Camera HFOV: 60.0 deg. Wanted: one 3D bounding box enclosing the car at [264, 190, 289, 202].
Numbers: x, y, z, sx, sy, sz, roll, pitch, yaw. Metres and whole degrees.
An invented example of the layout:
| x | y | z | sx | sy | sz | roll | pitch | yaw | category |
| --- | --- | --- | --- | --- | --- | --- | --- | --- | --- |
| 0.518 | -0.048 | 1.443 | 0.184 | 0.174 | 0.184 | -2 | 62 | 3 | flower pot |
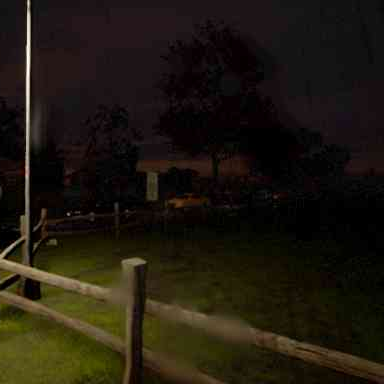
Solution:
| x | y | z | sx | sy | sz | roll | pitch | yaw | category |
| --- | --- | --- | --- | --- | --- | --- | --- | --- | --- |
| 11.688 | 0.536 | 45.752 | 1.882 | 1.535 | 5.008 | 1 | 1 | 37 | car |

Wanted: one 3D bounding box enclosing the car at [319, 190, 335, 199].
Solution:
| x | y | z | sx | sy | sz | roll | pitch | yaw | category |
| --- | --- | --- | --- | --- | --- | --- | --- | --- | --- |
| 22.454 | 0.364 | 55.452 | 1.837 | 1.490 | 4.892 | 1 | 1 | 36 | car |

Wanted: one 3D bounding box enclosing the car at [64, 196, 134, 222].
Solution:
| x | y | z | sx | sy | sz | roll | pitch | yaw | category |
| --- | --- | --- | --- | --- | --- | --- | --- | --- | --- |
| -5.978 | 1.067 | 21.926 | 1.837 | 1.490 | 4.892 | 1 | 2 | 36 | car |

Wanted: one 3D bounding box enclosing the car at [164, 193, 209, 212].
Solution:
| x | y | z | sx | sy | sz | roll | pitch | yaw | category |
| --- | --- | --- | --- | --- | --- | --- | --- | --- | --- |
| -0.391 | 0.877 | 29.485 | 1.882 | 1.535 | 5.008 | 1 | 1 | 36 | car |

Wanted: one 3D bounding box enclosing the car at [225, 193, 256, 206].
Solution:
| x | y | z | sx | sy | sz | roll | pitch | yaw | category |
| --- | --- | --- | --- | --- | --- | --- | --- | --- | --- |
| 5.492 | 0.796 | 37.420 | 1.994 | 1.385 | 4.181 | 1 | 1 | 38 | car |
